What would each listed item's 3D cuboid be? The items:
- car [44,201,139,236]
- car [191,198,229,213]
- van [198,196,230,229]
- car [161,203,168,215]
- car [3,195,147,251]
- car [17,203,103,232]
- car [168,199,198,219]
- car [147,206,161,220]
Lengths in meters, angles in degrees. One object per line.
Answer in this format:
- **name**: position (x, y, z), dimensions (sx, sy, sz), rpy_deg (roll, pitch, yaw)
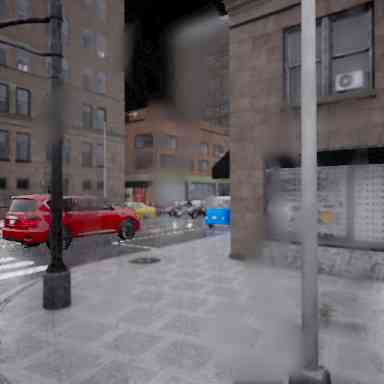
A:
- **car**: position (-5.438, 1.353, 18.748), dimensions (1.882, 1.535, 5.008), rpy_deg (0, 0, 35)
- **car**: position (1.857, 1.315, 33.439), dimensions (1.802, 1.307, 4.206), rpy_deg (0, 1, 36)
- **van**: position (2.310, 1.142, 19.554), dimensions (1.690, 1.788, 3.998), rpy_deg (0, 1, 36)
- **car**: position (-1.374, 1.367, 28.998), dimensions (1.802, 1.307, 4.206), rpy_deg (0, 1, 36)
- **car**: position (-4.655, 1.114, 13.683), dimensions (2.150, 2.045, 5.566), rpy_deg (0, 1, 35)
- **car**: position (-7.836, 1.435, 20.113), dimensions (1.887, 1.381, 4.507), rpy_deg (0, 1, 36)
- **car**: position (0.460, 1.306, 26.840), dimensions (1.812, 1.442, 4.674), rpy_deg (0, 0, 36)
- **car**: position (-4.705, 1.364, 24.417), dimensions (1.752, 1.417, 4.829), rpy_deg (0, 1, 36)
